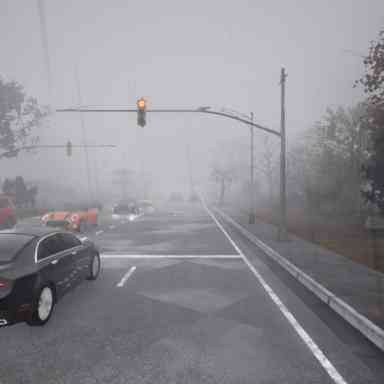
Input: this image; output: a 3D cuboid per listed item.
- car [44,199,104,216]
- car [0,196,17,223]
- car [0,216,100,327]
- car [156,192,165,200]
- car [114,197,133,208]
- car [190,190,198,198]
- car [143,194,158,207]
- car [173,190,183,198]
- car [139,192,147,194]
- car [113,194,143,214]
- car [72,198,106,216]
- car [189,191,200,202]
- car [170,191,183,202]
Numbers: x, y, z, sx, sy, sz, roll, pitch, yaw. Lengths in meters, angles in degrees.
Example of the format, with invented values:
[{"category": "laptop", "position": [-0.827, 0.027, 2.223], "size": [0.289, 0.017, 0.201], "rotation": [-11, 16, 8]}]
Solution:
[{"category": "car", "position": [-7.017, 1.351, 19.604], "size": [2.097, 1.767, 4.553], "rotation": [0, 0, 0]}, {"category": "car", "position": [-10.540, 1.221, 15.752], "size": [2.150, 2.045, 5.566], "rotation": [0, 0, 0]}, {"category": "car", "position": [-3.377, 1.505, 7.034], "size": [1.837, 1.490, 4.892], "rotation": [0, 0, 0]}, {"category": "car", "position": [-6.601, 0.800, 68.366], "size": [1.882, 1.535, 5.008], "rotation": [0, 3, 0]}, {"category": "car", "position": [-10.312, 1.511, 50.318], "size": [1.812, 1.442, 4.674], "rotation": [0, 0, 1]}, {"category": "car", "position": [0.440, 0.455, 74.285], "size": [1.882, 1.535, 5.008], "rotation": [0, 3, 0]}, {"category": "car", "position": [-6.811, 1.463, 50.424], "size": [1.882, 1.535, 5.008], "rotation": [0, 1, 0]}, {"category": "car", "position": [-3.054, 0.445, 74.496], "size": [1.882, 1.535, 5.008], "rotation": [0, 3, 0]}, {"category": "car", "position": [-10.105, 0.778, 68.195], "size": [1.882, 1.535, 5.008], "rotation": [0, 3, 0]}, {"category": "car", "position": [-6.914, 1.352, 35.382], "size": [2.097, 1.767, 4.553], "rotation": [0, 0, 0]}, {"category": "car", "position": [-10.423, 1.477, 33.922], "size": [1.882, 1.535, 5.008], "rotation": [0, 0, 0]}, {"category": "car", "position": [0.473, 1.004, 63.918], "size": [2.128, 1.511, 4.902], "rotation": [0, 3, 0]}, {"category": "car", "position": [-3.026, 0.839, 64.445], "size": [2.097, 1.767, 4.553], "rotation": [0, 3, 0]}]
